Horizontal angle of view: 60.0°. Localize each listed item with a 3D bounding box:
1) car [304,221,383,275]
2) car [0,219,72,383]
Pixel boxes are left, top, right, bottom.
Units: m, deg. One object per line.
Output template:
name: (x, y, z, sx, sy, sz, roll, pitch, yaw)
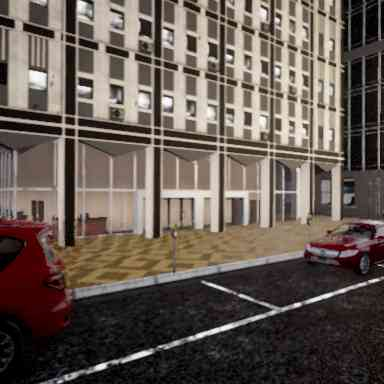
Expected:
car: (5.275, 1.569, 10.321, 4.206, 1.307, 1.802, 0, 1, -36)
car: (-3.961, 1.318, 3.724, 5.009, 1.841, 2.192, 0, 1, -36)
